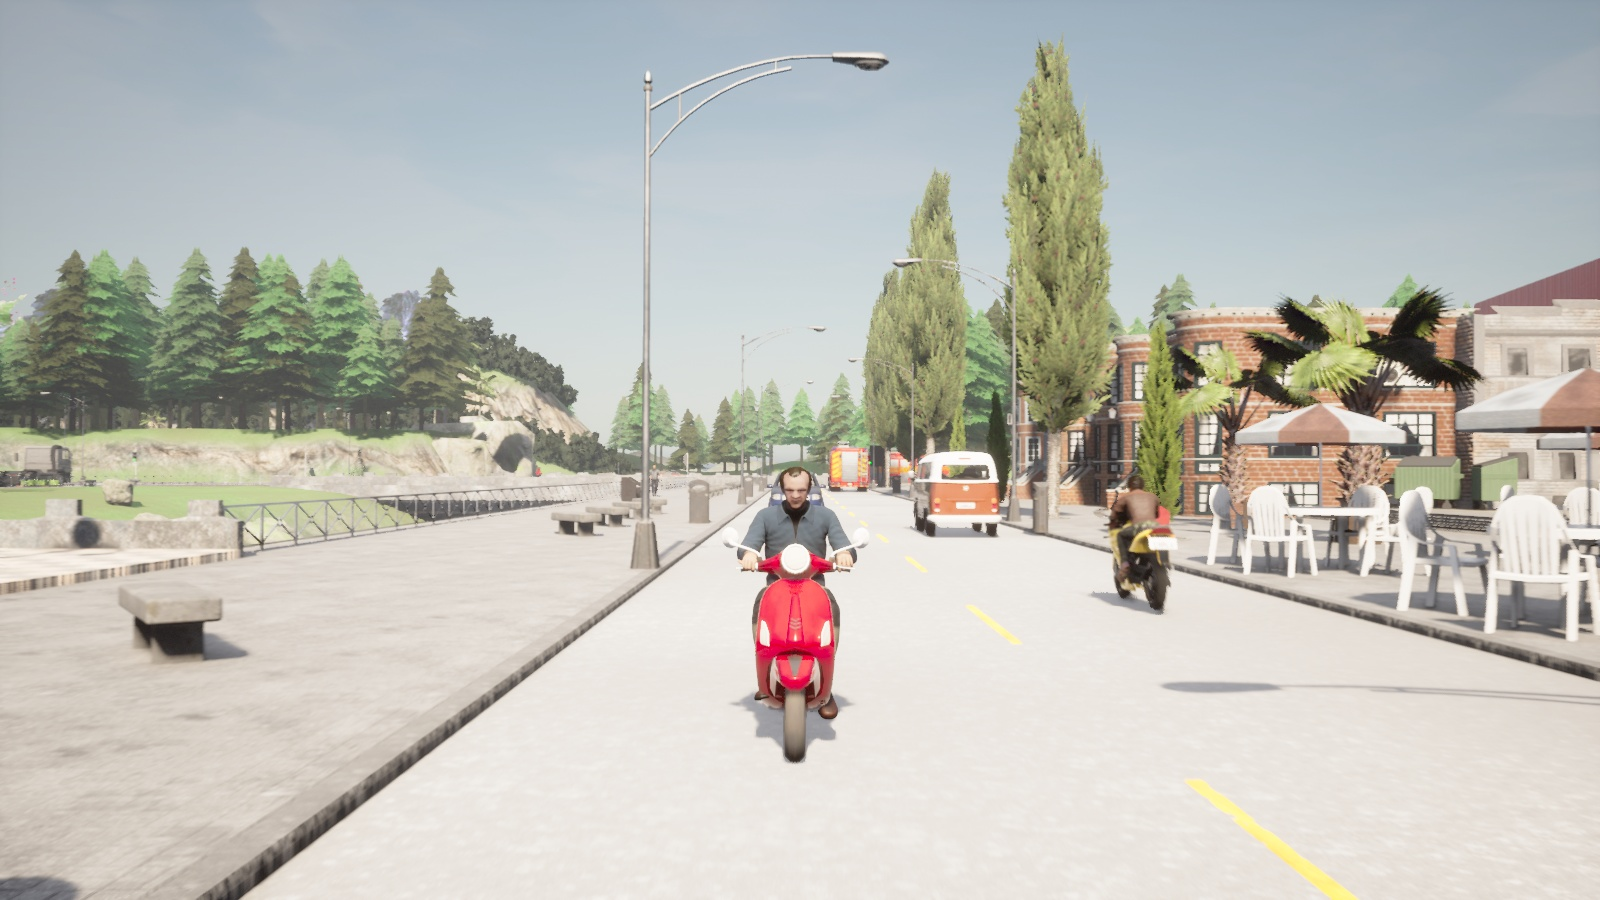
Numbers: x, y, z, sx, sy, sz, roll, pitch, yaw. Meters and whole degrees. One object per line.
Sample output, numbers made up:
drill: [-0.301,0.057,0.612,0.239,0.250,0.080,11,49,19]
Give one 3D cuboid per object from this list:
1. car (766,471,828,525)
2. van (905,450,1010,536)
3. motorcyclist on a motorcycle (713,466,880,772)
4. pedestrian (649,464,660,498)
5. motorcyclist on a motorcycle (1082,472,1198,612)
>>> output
car: [-0.099,1.434,38.239,1.789,1.549,3.705,0,-1,0]
van: [3.915,1.057,31.949,2.069,2.038,4.480,0,-1,0]
motorcyclist on a motorcycle: [-0.020,0.893,7.460,0.866,1.590,1.817,0,-1,0]
pedestrian: [-8.056,1.723,69.635,0.540,1.848,0.694,0,-1,1]
motorcyclist on a motorcycle: [3.960,1.029,14.812,0.797,1.523,2.044,0,-1,0]
